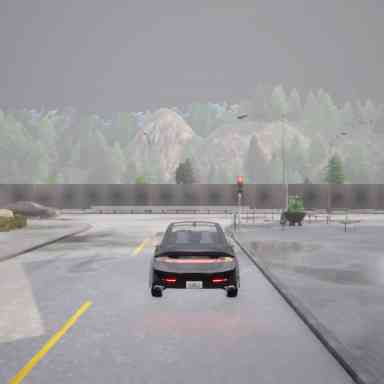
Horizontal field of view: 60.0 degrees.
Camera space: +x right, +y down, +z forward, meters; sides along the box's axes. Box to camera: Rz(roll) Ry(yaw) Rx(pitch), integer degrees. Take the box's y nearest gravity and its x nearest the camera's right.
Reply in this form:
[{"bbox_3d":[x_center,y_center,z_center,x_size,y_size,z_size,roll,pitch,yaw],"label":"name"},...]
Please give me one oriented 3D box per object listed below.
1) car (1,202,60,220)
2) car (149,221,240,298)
[{"bbox_3d":[-13.401,1.526,27.566,4.674,1.442,1.812,0,0,1],"label":"car"},{"bbox_3d":[0.064,1.491,8.533,2.128,1.511,4.902,0,0,1],"label":"car"}]
